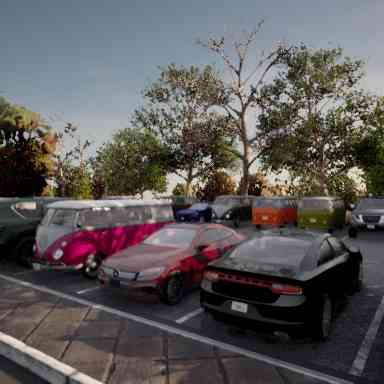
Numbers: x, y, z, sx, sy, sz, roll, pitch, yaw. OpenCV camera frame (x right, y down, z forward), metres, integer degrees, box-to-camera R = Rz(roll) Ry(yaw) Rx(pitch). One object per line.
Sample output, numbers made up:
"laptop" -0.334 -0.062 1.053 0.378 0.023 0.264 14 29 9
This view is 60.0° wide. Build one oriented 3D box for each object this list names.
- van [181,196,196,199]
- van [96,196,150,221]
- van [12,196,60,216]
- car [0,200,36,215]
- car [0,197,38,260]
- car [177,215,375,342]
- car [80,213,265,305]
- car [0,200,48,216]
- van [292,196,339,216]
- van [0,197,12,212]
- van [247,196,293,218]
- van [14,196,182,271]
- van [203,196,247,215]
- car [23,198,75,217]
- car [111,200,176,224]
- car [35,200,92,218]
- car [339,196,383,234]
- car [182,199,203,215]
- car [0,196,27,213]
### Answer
"van" -1.480 1.272 25.239 1.878 1.987 4.442 -1 -1 36
"van" -5.848 1.341 28.654 1.878 1.987 4.442 -1 -1 36
"van" -17.108 1.514 36.718 1.878 1.987 4.442 -1 0 36
"car" -21.784 1.807 39.695 1.946 1.575 5.366 -1 -1 36
"car" -4.642 1.196 11.593 2.435 2.045 5.566 0 0 36
"car" 2.109 1.477 6.717 2.097 1.535 5.008 0 0 36
"car" -0.144 1.507 8.340 2.002 1.452 4.674 0 0 36
"car" -19.430 1.775 38.229 2.231 1.521 4.892 -1 0 36
"van" 7.550 1.240 19.059 1.878 1.987 4.442 0 0 36
"van" -26.212 1.678 43.238 1.878 1.987 4.442 -1 -1 36
"van" 5.399 1.230 20.599 1.878 1.987 4.442 0 0 36
"van" -2.469 1.231 9.859 1.878 1.987 4.442 0 0 36
"van" 2.903 1.220 22.100 1.878 1.987 4.442 0 0 36
"car" -14.942 1.579 34.984 2.185 1.767 4.553 -1 -1 36
"car" -3.768 1.529 26.793 1.946 1.575 5.366 -1 0 36
"car" -12.775 1.672 33.464 2.097 1.535 5.008 -1 -1 36
"car" 9.718 1.224 17.328 2.435 2.045 5.566 0 0 36
"car" 0.845 1.463 23.723 2.097 1.535 5.008 -1 -1 36
"car" -23.914 1.600 41.482 2.435 2.045 5.566 -1 -1 36
